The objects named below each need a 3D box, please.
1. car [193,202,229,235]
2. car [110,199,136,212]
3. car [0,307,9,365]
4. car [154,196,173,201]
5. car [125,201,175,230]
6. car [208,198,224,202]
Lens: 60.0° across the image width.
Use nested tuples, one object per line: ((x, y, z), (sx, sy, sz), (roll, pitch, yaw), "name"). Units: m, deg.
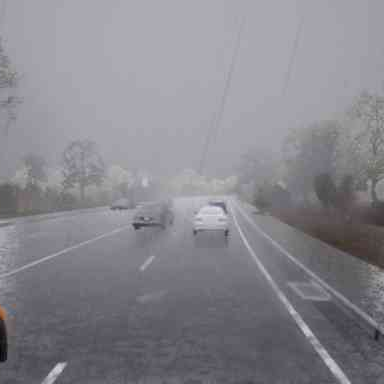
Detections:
((1.077, 1.509, 18.496), (1.812, 1.442, 4.674), (0, 0, 5), "car")
((-7.791, 1.477, 38.531), (2.033, 1.411, 5.357), (0, 0, 6), "car")
((-3.279, 1.341, 2.170), (2.097, 1.767, 4.553), (0, 0, 1), "car")
((-3.769, 1.287, 43.558), (2.097, 1.767, 4.553), (0, 0, 6), "car")
((-2.265, 1.517, 20.719), (2.033, 1.411, 5.357), (0, 0, 5), "car")
((2.739, 1.444, 36.324), (1.882, 1.535, 5.008), (0, 0, 6), "car")
